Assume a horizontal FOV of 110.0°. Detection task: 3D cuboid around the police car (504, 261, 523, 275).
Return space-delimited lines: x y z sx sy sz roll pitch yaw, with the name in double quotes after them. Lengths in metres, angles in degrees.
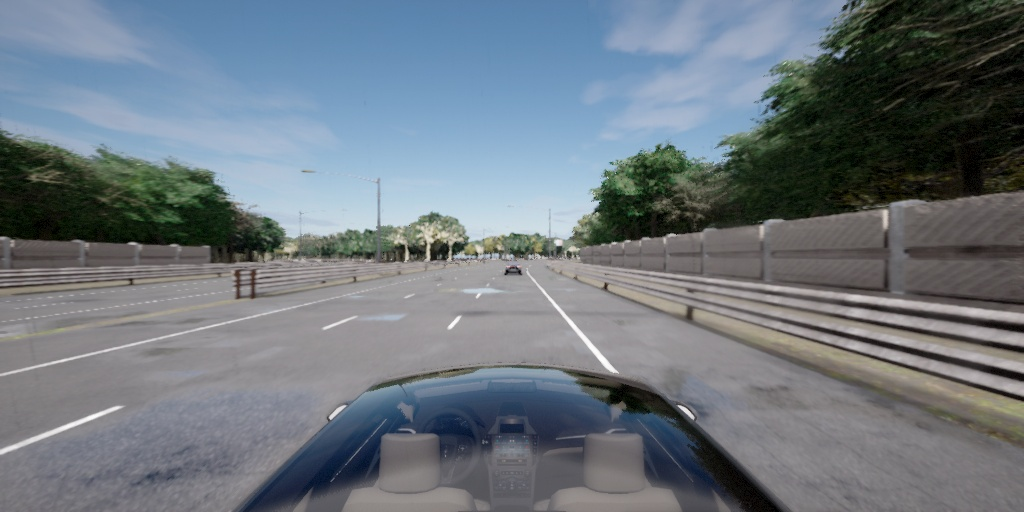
0.193 1.313 40.683 2.038 1.542 4.974 0 0 1 "police car"
